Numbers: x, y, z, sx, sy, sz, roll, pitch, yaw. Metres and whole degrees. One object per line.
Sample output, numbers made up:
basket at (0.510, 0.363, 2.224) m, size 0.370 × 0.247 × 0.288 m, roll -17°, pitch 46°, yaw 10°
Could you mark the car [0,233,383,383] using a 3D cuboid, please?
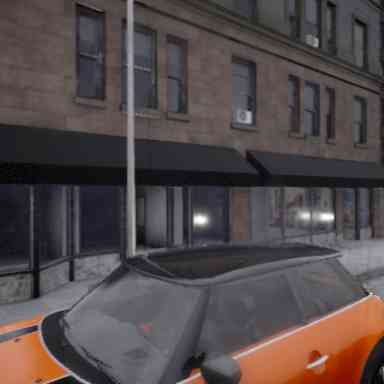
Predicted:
car at (-0.073, 1.360, 2.997) m, size 4.553 × 1.767 × 2.097 m, roll 0°, pitch 0°, yaw -37°
